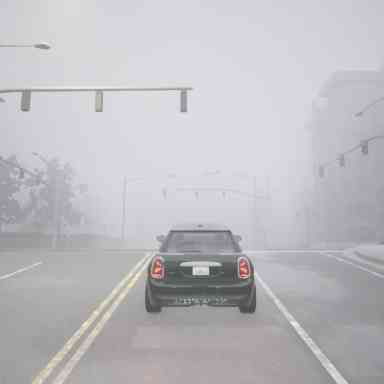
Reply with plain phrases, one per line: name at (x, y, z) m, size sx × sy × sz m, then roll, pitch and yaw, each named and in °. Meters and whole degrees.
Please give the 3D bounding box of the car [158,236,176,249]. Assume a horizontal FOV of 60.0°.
car at (-3.091, 6.472, 42.175) m, size 1.837 × 1.490 × 4.892 m, roll 0°, pitch -10°, yaw 1°

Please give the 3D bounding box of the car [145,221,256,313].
car at (0.177, 1.486, 8.130) m, size 2.097 × 1.767 × 4.553 m, roll 0°, pitch -1°, yaw 0°

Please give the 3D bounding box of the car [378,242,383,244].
car at (17.220, 4.278, 26.173) m, size 4.892 × 1.490 × 1.837 m, roll 5°, pitch -10°, yaw 1°
